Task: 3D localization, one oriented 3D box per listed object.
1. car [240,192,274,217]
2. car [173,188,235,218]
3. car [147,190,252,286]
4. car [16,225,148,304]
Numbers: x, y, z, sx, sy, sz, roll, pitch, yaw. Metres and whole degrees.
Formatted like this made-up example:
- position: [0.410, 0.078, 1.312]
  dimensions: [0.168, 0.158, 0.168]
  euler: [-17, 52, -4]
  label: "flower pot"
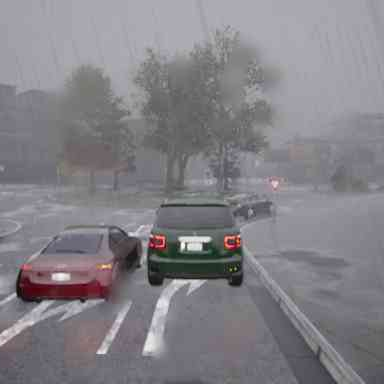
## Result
- position: [3.724, 0.781, 21.695]
  dimensions: [1.837, 1.490, 4.892]
  euler: [4, 7, 40]
  label: "car"
- position: [0.973, 0.654, 23.216]
  dimensions: [1.837, 1.490, 4.892]
  euler: [1, 5, 36]
  label: "car"
- position: [0.114, 1.109, 9.311]
  dimensions: [2.150, 2.045, 5.566]
  euler: [0, 2, 1]
  label: "car"
- position: [-2.413, 1.483, 8.116]
  dimensions: [1.994, 1.385, 4.181]
  euler: [0, 1, 0]
  label: "car"
